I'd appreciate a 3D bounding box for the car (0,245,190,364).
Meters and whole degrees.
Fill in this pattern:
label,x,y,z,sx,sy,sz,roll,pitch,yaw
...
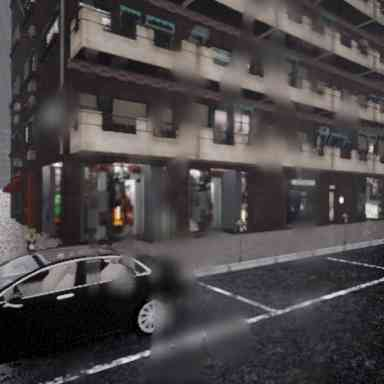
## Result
label,x,y,z,sx,sy,sz,roll,pitch,yaw
car,-2.092,1.555,5.064,4.403,1.369,2.008,0,0,-35
